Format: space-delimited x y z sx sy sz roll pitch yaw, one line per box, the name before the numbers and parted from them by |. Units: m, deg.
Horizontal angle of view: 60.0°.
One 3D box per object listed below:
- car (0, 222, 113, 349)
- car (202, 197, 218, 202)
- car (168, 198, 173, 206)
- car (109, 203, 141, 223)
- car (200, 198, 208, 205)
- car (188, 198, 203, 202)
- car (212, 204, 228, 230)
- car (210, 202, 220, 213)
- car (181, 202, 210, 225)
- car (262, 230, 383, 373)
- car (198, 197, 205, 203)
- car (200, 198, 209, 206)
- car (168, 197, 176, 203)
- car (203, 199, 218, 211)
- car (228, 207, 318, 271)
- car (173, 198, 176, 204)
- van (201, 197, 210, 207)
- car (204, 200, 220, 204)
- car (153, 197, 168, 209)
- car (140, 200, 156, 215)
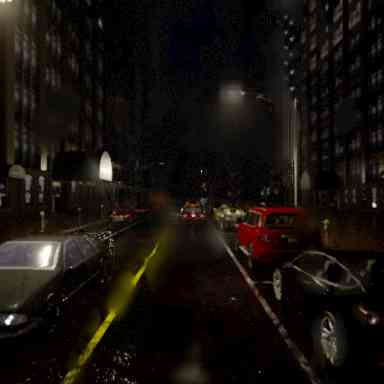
car | -3.099 1.614 6.937 2.033 1.411 5.357 0 -1 0
car | 2.697 1.736 44.489 2.192 1.841 5.009 0 -1 0
car | -5.683 2.224 72.182 1.887 1.381 4.507 0 -1 0
car | -5.685 1.847 27.869 1.802 1.307 4.206 0 -1 0
car | 2.697 2.258 77.891 1.752 1.417 4.829 0 -1 0
car | 0.101 1.899 44.551 1.882 1.535 5.008 0 -1 0
car | 2.695 1.763 22.331 2.008 1.369 4.403 0 -1 0
car | 2.696 1.791 28.040 1.752 1.417 4.829 0 -1 0
car | 0.100 1.800 26.574 2.033 1.411 5.357 0 -1 0
car | 2.695 1.621 5.714 1.947 1.339 4.313 0 -1 0
car | 2.698 2.326 94.339 1.967 1.590 4.097 0 -1 0
car | 2.697 2.119 72.183 1.967 1.590 4.097 0 -1 0
car | -5.682 2.326 94.339 1.967 1.590 4.097 0 -1 0
car | 2.696 1.912 50.027 1.967 1.590 4.097 0 -1 0
car | 2.696 1.423 11.255 2.192 1.841 5.009 0 -1 0
car | -5.683 2.379 88.799 1.887 1.381 4.507 0 -1 0
van | 2.698 1.968 66.645 1.690 1.788 3.998 0 -1 0
car | 2.696 1.935 38.948 1.947 1.339 4.313 0 -1 0
car | -5.683 1.839 55.567 2.192 1.841 5.009 0 -1 0
car | -5.684 1.951 38.947 1.802 1.307 4.206 0 -1 0
